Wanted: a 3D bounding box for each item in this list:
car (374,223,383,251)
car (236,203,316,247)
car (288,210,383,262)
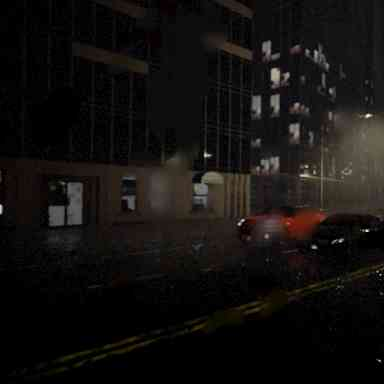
[{"bbox_3d":[6.835,1.555,8.749,4.181,1.385,1.994,0,0,-38],"label":"car"},{"bbox_3d":[4.122,1.342,15.160,4.553,1.767,2.097,0,0,-39],"label":"car"},{"bbox_3d":[5.805,1.516,12.330,4.674,1.442,1.812,0,0,-39],"label":"car"}]
